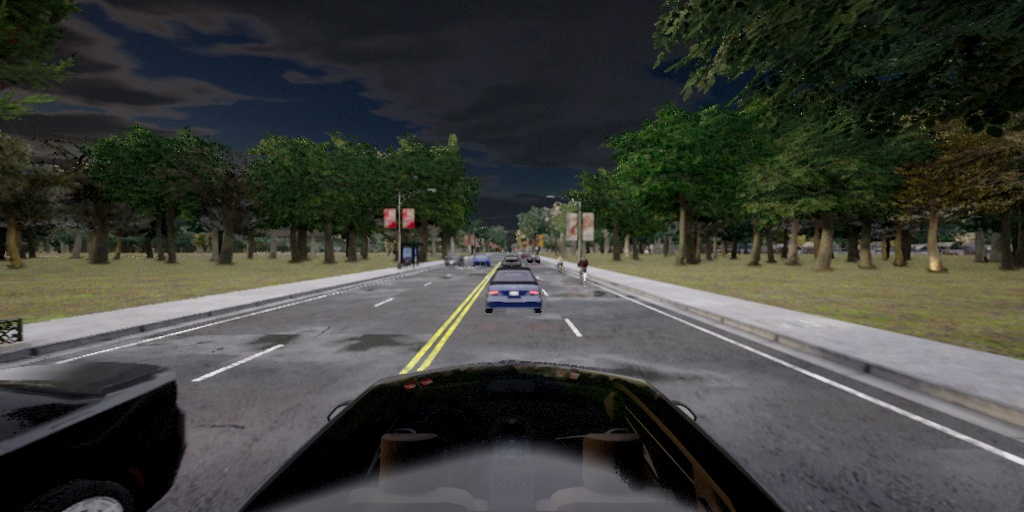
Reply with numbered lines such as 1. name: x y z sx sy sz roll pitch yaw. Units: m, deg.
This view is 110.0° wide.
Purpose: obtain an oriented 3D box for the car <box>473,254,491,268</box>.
1. car: -3.528 0.517 42.352 1.882 1.535 5.008 0 1 0

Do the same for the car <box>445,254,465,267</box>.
1. car: -6.778 0.526 42.721 2.128 1.511 4.902 0 1 0

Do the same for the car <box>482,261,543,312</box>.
1. car: 0.047 1.099 12.984 2.033 1.411 5.357 0 1 0

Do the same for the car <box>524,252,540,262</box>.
1. car: 3.110 0.447 53.317 1.895 1.301 4.718 0 1 0

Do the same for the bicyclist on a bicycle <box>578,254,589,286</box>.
1. bicyclist on a bicycle: 4.057 0.787 20.550 0.659 1.776 1.843 0 1 0

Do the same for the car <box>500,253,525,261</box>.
1. car: -0.047 0.698 33.444 1.837 1.490 4.892 0 1 0

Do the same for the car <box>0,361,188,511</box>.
1. car: -3.343 1.250 0.518 1.882 1.535 5.008 0 1 0

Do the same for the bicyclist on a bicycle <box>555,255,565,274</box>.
1. bicyclist on a bicycle: 4.032 0.687 30.021 0.866 1.612 1.509 0 1 -1
